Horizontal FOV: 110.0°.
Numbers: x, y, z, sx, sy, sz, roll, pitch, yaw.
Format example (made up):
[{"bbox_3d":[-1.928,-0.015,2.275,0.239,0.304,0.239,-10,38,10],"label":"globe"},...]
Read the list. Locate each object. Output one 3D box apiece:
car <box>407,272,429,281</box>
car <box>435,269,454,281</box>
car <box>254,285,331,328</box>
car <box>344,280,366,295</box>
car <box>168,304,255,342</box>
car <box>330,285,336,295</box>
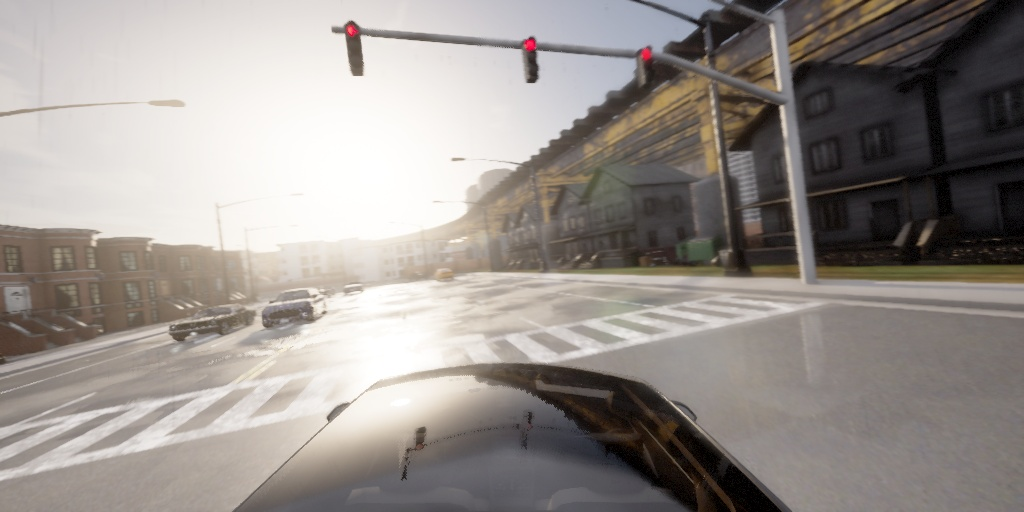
[{"bbox_3d":[-15.780,3.356,60.014,2.033,1.411,5.357,-7,0,-40],"label":"car"},{"bbox_3d":[-8.979,2.421,47.283,1.882,1.535,5.008,-7,0,-20],"label":"car"},{"bbox_3d":[-11.237,2.513,18.744,2.097,1.767,4.553,-7,0,-17],"label":"car"},{"bbox_3d":[-17.899,3.553,40.886,1.812,1.442,4.674,-7,0,-17],"label":"car"},{"bbox_3d":[-14.534,3.165,17.726,1.895,1.301,4.718,-7,0,-17],"label":"car"},{"bbox_3d":[-21.507,4.073,40.877,1.895,1.301,4.718,-7,0,-17],"label":"car"}]
